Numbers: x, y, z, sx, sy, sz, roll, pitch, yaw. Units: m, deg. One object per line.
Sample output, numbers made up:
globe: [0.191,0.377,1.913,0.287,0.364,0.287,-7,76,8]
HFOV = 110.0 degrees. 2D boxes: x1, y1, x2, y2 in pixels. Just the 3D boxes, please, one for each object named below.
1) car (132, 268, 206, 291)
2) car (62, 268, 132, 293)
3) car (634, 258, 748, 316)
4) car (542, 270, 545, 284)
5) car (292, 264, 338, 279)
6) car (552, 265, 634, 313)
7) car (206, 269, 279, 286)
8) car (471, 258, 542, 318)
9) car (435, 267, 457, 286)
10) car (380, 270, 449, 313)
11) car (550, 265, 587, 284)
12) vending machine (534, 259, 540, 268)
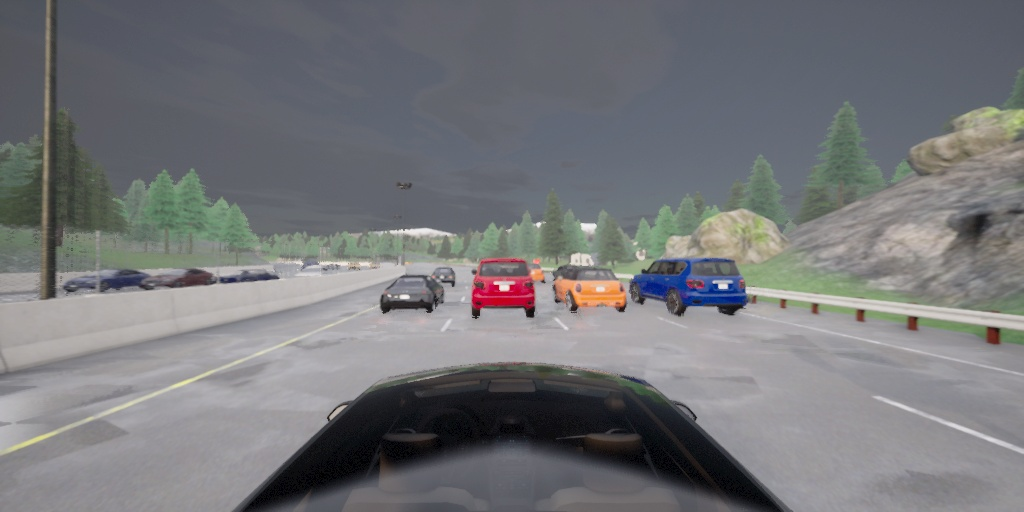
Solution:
car: [-22.757,1.556,24.700,1.812,1.442,4.674,0,-1,-6]
car: [-26.123,1.551,23.460,1.812,1.442,4.674,0,-1,-5]
car: [6.597,1.085,14.141,2.150,2.045,5.566,0,0,-3]
car: [1.375,1.392,30.774,2.097,1.767,4.553,0,-1,-8]
car: [-16.402,1.594,29.773,1.812,1.442,4.674,0,-1,-8]
car: [3.033,1.229,14.942,2.097,1.767,4.553,0,-1,-4]
car: [-18.768,1.630,25.440,1.895,1.301,4.718,0,-1,-6]
car: [-0.395,1.096,13.829,2.150,2.045,5.566,0,0,-3]
car: [-5.277,1.573,27.855,2.033,1.411,5.357,0,-1,-8]
car: [-3.972,1.456,14.853,1.994,1.385,4.181,0,0,-4]
car: [4.834,1.545,31.308,1.837,1.490,4.892,0,0,-8]
vending machine: [4.146,1.517,59.153,1.100,2.100,0.880,0,0,-15]
